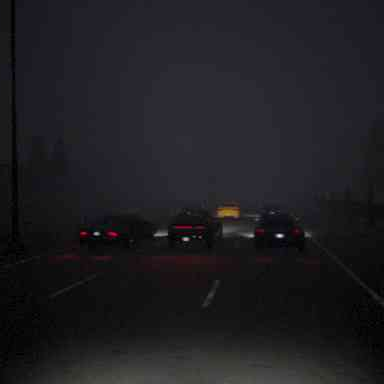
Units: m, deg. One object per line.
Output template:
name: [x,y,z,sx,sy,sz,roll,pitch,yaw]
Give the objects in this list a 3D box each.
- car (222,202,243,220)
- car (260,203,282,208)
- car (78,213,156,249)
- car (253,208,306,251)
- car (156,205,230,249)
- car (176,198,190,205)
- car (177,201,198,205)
car: [3.498,1.638,29.900,1.882,1.535,5.008,-1,0,13]
car: [6.872,1.669,28.946,1.994,1.385,4.181,-1,0,13]
car: [-3.226,1.702,15.544,2.033,1.411,5.357,-1,0,12]
car: [3.692,1.613,14.403,1.994,1.385,4.181,-1,0,12]
car: [0.266,1.595,15.130,2.128,1.511,4.902,-1,0,12]
car: [-1.857,2.014,70.454,1.837,1.490,4.892,-1,0,12]
car: [0.039,1.777,30.472,1.994,1.385,4.181,-1,0,13]
